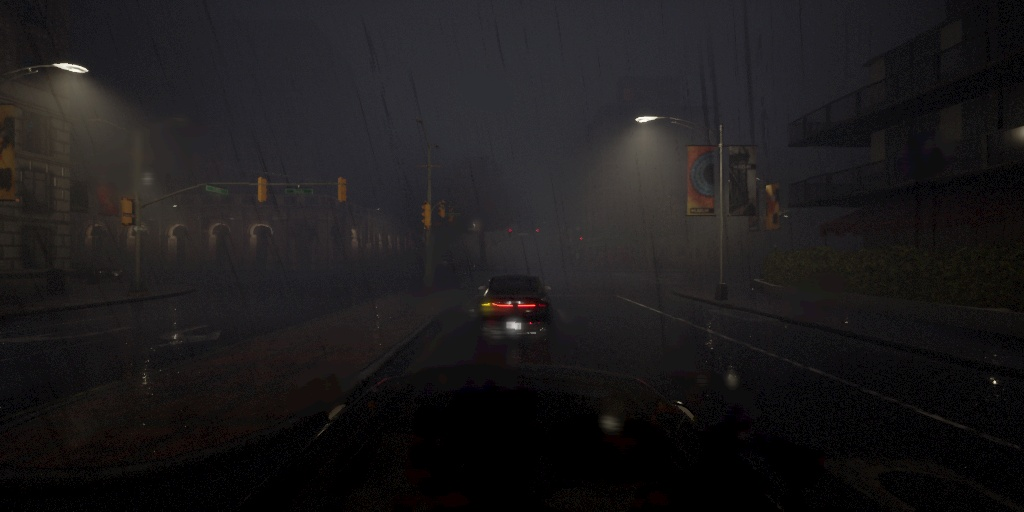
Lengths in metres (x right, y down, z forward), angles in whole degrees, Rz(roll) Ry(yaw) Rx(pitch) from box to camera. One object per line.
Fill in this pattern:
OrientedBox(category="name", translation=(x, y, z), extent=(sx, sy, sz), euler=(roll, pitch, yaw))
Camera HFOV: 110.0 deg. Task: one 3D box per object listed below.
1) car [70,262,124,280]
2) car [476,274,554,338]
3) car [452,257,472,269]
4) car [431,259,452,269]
OrientedBox(category="car", translation=(-33.895, 1.241, 28.511), extent=(4.902, 1.511, 2.128), euler=(0, 0, 0))
OrientedBox(category="car", translation=(0.079, 1.255, 10.104), extent=(1.837, 1.490, 4.892), euler=(0, 0, 0))
OrientedBox(category="car", translation=(-8.040, 1.276, 58.302), extent=(1.812, 1.442, 4.674), euler=(0, 0, 0))
OrientedBox(category="car", translation=(-11.531, 1.276, 58.528), extent=(1.812, 1.442, 4.674), euler=(0, 0, 0))
